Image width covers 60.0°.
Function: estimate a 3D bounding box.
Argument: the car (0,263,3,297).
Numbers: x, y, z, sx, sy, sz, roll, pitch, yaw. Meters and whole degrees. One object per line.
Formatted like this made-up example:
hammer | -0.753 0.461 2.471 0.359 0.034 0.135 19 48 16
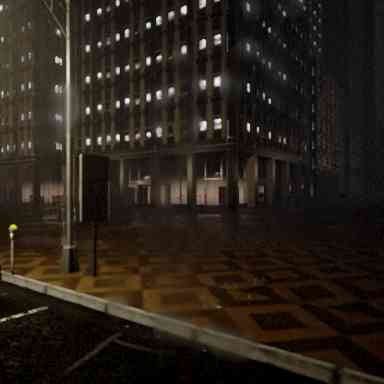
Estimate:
car | -5.586 1.568 6.860 4.313 1.339 1.947 0 0 36
